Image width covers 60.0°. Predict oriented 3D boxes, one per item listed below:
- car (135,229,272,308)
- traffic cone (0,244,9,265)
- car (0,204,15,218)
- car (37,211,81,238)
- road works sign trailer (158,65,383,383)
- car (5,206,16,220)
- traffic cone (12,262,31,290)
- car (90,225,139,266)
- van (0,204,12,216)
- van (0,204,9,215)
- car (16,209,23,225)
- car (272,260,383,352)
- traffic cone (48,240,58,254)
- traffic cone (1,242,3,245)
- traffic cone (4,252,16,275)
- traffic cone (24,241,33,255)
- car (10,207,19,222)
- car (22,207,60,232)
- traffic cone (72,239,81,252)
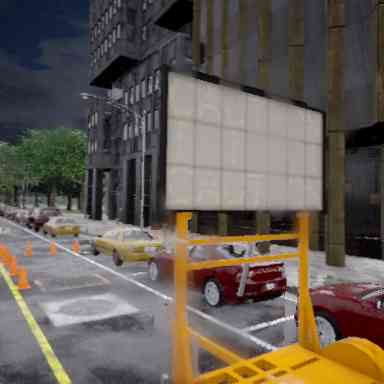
[{"bbox_3d":[0.398,1.900,8.847,1.887,1.381,4.507,2,-3,-34],"label":"car"},{"bbox_3d":[-6.722,2.318,12.094,0.340,0.580,0.340,2,-3,-34],"label":"traffic cone"},{"bbox_3d":[-24.126,2.767,44.765,1.967,1.590,4.097,2,-3,-34],"label":"car"},{"bbox_3d":[-8.894,2.246,22.456,1.752,1.417,4.829,2,-3,-34],"label":"car"},{"bbox_3d":[0.557,0.629,3.786,2.380,3.560,2.880,2,-3,-34],"label":"road works sign trailer"},{"bbox_3d":[-21.062,2.749,40.272,1.887,1.381,4.507,2,-3,-34],"label":"car"},{"bbox_3d":[-4.467,2.229,8.791,0.340,0.580,0.340,2,-3,-34],"label":"traffic cone"},{"bbox_3d":[-2.763,2.005,13.477,1.752,1.417,4.829,2,-3,-34],"label":"car"},{"bbox_3d":[-30.256,2.915,53.747,1.690,1.788,3.998,2,-3,-34],"label":"van"},{"bbox_3d":[-33.322,3.039,58.236,1.690,1.788,3.998,2,-3,-34],"label":"van"},{"bbox_3d":[-14.930,2.511,31.293,2.008,1.369,4.403,2,-3,-34],"label":"car"},{"bbox_3d":[3.464,1.780,4.357,1.887,1.381,4.507,2,-3,-34],"label":"car"},{"bbox_3d":[-6.198,2.432,14.871,0.340,0.580,0.340,2,-3,-34],"label":"traffic cone"},{"bbox_3d":[-7.849,2.362,13.745,0.340,0.580,0.340,2,-3,-34],"label":"traffic cone"},{"bbox_3d":[-5.594,2.273,10.442,0.340,0.580,0.340,2,-3,-34],"label":"traffic cone"},{"bbox_3d":[-7.024,2.397,14.308,0.340,0.580,0.340,2,-3,-34],"label":"traffic cone"},{"bbox_3d":[-18.092,2.611,35.923,1.752,1.417,4.829,2,-3,-34],"label":"car"},{"bbox_3d":[-11.861,2.154,26.812,2.192,1.841,5.009,2,-3,-34],"label":"car"},{"bbox_3d":[-5.372,2.467,15.434,0.340,0.580,0.340,2,-3,-34],"label":"traffic cone"}]
